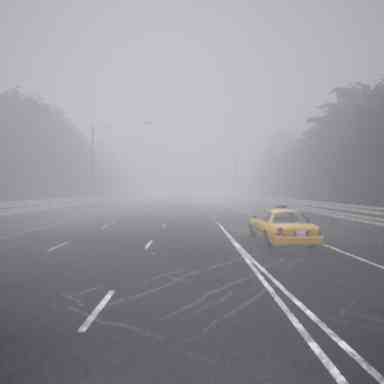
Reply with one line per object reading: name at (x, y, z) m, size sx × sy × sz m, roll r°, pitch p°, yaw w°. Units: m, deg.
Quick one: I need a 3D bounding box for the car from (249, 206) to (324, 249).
car at (3.631, 1.337, 13.838) m, size 1.801 × 1.575 × 5.366 m, roll 0°, pitch 1°, yaw -2°
